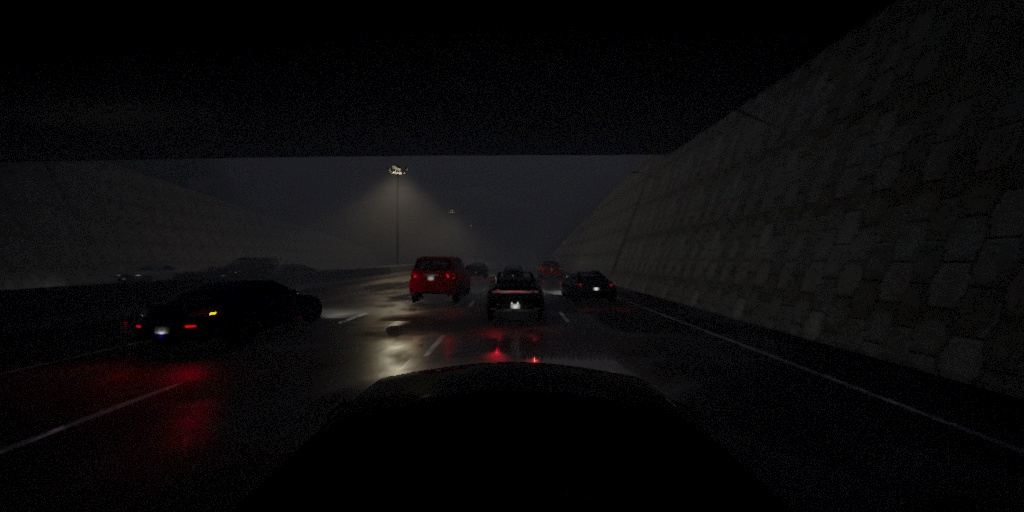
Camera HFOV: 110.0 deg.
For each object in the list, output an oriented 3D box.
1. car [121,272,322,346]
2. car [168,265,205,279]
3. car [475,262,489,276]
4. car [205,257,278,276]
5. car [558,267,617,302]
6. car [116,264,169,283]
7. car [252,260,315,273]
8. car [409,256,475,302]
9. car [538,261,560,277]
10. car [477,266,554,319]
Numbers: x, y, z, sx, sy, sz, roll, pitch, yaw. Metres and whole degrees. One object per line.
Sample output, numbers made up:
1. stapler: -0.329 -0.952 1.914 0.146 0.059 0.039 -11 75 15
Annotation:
1. car: -6.911 1.311 9.373 1.812 1.442 4.674 0 0 0
2. car: -24.576 1.476 29.160 1.895 1.301 4.718 0 0 0
3. car: -3.374 1.385 36.016 1.882 1.535 5.008 0 0 0
4. car: -21.076 1.095 28.850 2.150 2.045 5.566 0 0 0
5. car: 3.608 1.386 17.354 1.994 1.385 4.181 0 0 0
6. car: -28.074 1.397 28.276 1.812 1.442 4.674 0 0 0
7. car: -17.576 1.349 28.319 1.882 1.535 5.008 0 0 0
8. car: -3.380 1.044 17.703 2.150 2.045 5.566 0 0 0
9. car: 3.625 1.254 34.772 2.097 1.767 4.553 0 0 0
10. car: 0.105 1.294 13.043 2.128 1.511 4.902 0 0 0
